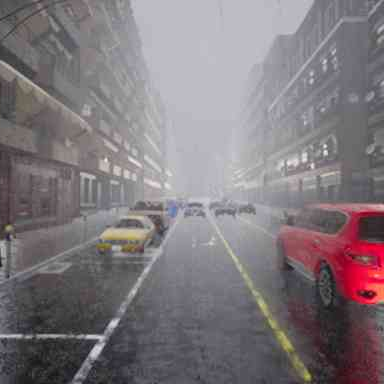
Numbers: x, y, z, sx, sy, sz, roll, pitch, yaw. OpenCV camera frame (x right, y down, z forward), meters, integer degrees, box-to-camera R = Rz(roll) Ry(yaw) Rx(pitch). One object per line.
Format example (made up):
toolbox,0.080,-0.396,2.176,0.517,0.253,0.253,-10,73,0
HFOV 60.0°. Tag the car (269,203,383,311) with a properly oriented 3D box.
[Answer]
car,3.636,1.263,7.962,2.150,2.045,5.566,0,0,1

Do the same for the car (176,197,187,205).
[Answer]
car,-1.972,1.751,63.272,1.947,1.339,4.313,2,0,1

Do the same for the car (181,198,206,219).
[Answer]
car,0.264,1.595,30.080,1.812,1.442,4.674,0,0,1

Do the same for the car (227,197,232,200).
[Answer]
car,5.702,1.685,41.015,1.887,1.381,4.507,2,0,1

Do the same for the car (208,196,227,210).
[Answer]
car,3.155,1.661,43.880,1.812,1.442,4.674,0,0,1

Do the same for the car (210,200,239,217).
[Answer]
car,3.077,1.694,32.098,1.895,1.301,4.718,0,0,1

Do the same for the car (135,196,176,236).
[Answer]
car,-2.376,1.340,19.031,2.192,1.841,5.009,2,0,1

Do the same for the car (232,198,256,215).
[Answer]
car,5.650,1.665,35.485,1.887,1.381,4.507,2,0,1

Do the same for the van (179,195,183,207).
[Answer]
van,-2.223,1.414,35.621,1.690,1.788,3.998,2,0,1

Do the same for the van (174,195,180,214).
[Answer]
van,-2.274,1.395,30.089,1.690,1.788,3.998,2,0,1

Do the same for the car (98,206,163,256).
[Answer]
car,-2.437,1.537,13.329,1.752,1.417,4.829,2,0,1

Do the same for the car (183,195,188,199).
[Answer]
car,-2.119,1.429,46.681,2.192,1.841,5.009,2,0,1

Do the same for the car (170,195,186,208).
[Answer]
car,-2.067,1.451,52.211,2.192,1.841,5.009,2,0,1

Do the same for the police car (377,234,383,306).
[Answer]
police car,3.579,1.451,2.037,1.930,1.638,5.238,0,0,1

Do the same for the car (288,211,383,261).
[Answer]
car,5.443,1.605,13.362,1.887,1.381,4.507,2,0,1

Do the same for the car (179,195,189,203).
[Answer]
car,-1.810,1.588,79.862,2.192,1.841,5.009,2,0,1

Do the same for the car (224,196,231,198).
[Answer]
car,5.764,1.602,46.547,1.967,1.590,4.097,2,0,1

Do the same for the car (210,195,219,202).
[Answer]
car,6.138,1.705,90.796,2.192,1.841,5.009,2,0,1
